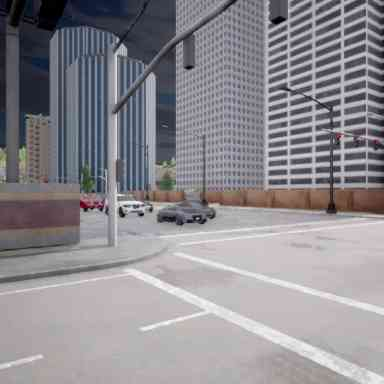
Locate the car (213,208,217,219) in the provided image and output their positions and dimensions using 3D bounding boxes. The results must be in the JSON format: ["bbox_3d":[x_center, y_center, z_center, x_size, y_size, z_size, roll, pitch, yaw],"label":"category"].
[{"bbox_3d":[0.107,1.506,28.139,1.837,1.490,4.892,0,0,-35],"label":"car"}]

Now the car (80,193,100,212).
[{"bbox_3d":[-12.391,1.221,39.815,2.150,2.045,5.566,0,0,-35],"label":"car"}]

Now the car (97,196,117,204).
[{"bbox_3d":[-16.532,1.547,64.234,2.033,1.411,5.357,0,0,-34],"label":"car"}]

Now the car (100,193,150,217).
[{"bbox_3d":[-6.439,1.221,31.350,2.150,2.045,5.566,0,0,-35],"label":"car"}]

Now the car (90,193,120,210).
[{"bbox_3d":[-12.000,1.221,45.352,2.150,2.045,5.566,0,0,-35],"label":"car"}]

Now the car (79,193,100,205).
[{"bbox_3d":[-19.124,1.222,61.853,2.150,2.045,5.566,0,0,-35],"label":"car"}]

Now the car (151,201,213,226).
[{"bbox_3d":[-0.790,1.564,23.340,1.994,1.385,4.181,0,0,-35],"label":"car"}]
